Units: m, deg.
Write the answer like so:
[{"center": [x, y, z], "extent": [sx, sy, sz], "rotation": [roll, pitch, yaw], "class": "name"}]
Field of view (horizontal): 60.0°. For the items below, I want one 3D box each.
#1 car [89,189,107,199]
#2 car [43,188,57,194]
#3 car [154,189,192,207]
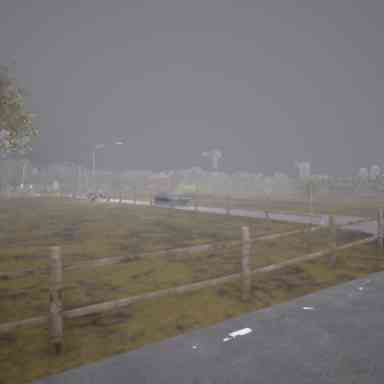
[{"center": [-14.776, 0.305, 51.796], "extent": [1.837, 1.490, 4.892], "rotation": [0, 1, -35], "class": "car"}, {"center": [-36.734, -0.345, 86.786], "extent": [2.097, 1.767, 4.553], "rotation": [0, 0, -33], "class": "car"}, {"center": [-1.975, 0.522, 33.856], "extent": [2.097, 1.767, 4.553], "rotation": [0, 1, -36], "class": "car"}]
